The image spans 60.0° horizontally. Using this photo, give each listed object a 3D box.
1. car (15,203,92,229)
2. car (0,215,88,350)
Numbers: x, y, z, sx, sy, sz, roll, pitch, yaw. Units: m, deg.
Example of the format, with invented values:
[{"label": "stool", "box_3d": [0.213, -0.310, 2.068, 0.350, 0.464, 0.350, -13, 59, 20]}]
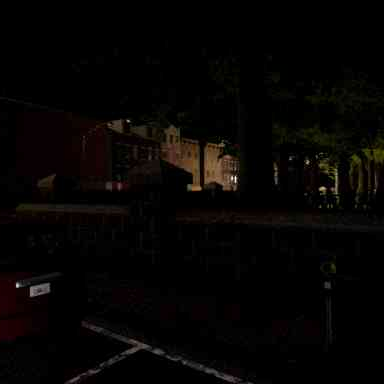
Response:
[{"label": "car", "box_3d": [-9.395, 1.583, 22.935, 1.812, 1.442, 4.674, -1, -1, 35]}, {"label": "car", "box_3d": [-3.860, 1.318, 5.588, 5.009, 1.841, 2.192, 0, -1, 36]}]
